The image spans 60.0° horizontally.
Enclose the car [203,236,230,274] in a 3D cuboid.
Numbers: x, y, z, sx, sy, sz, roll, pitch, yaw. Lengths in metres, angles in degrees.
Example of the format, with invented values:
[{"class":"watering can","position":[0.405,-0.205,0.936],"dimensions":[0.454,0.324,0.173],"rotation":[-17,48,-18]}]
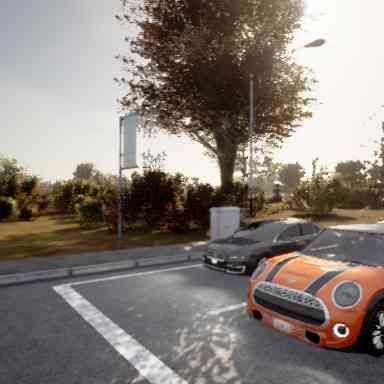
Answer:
[{"class":"car","position":[2.564,1.583,10.123],"dimensions":[4.892,1.490,1.837],"rotation":[1,0,-36]}]

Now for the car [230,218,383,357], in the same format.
[{"class":"car","position":[3.174,1.413,6.258],"dimensions":[4.553,1.767,2.097],"rotation":[1,0,-35]}]
